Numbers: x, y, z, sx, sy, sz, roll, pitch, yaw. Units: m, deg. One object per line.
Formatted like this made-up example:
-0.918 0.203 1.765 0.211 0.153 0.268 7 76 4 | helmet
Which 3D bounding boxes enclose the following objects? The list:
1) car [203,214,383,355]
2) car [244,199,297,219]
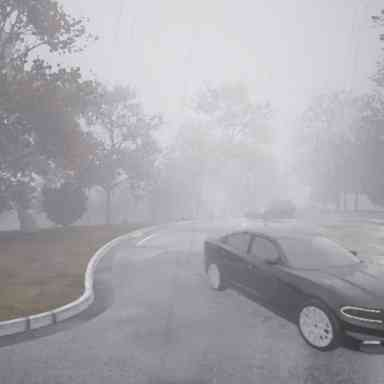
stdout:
1.935 1.478 6.575 1.882 1.535 5.008 0 1 -24 | car
6.202 1.351 26.163 4.553 1.767 2.097 0 0 -36 | car
